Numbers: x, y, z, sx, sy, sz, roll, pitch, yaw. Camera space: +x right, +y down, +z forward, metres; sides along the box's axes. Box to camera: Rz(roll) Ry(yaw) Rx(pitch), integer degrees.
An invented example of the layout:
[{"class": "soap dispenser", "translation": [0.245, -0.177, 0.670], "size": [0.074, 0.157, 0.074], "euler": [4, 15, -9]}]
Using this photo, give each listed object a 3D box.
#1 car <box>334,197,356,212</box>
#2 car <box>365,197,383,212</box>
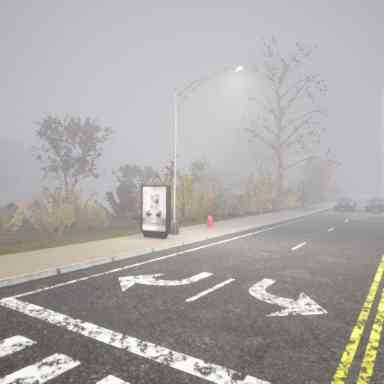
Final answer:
[{"class": "car", "translation": [18.438, 1.390, 39.950], "size": [2.097, 1.767, 4.553], "euler": [0, 0, 30]}, {"class": "car", "translation": [21.253, 1.393, 38.326], "size": [2.097, 1.767, 4.553], "euler": [0, 0, 30]}]
